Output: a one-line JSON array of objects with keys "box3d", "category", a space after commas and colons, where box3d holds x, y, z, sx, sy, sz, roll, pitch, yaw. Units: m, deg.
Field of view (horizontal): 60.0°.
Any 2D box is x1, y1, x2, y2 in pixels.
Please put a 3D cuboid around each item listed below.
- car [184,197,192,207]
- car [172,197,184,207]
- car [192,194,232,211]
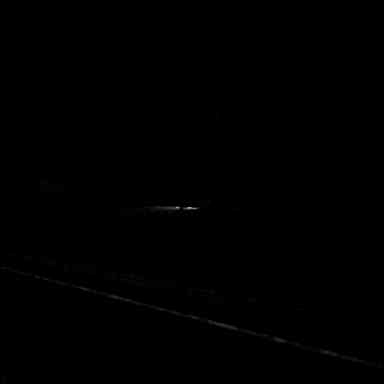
[{"box3d": [1.217, 1.662, 51.416, 1.994, 1.385, 4.181, 0, 0, 37], "category": "car"}, {"box3d": [-1.243, 1.621, 53.963, 1.837, 1.490, 4.892, 0, 0, 37], "category": "car"}, {"box3d": [2.908, 1.305, 41.901, 2.150, 2.045, 5.566, 0, 0, 38], "category": "car"}]
